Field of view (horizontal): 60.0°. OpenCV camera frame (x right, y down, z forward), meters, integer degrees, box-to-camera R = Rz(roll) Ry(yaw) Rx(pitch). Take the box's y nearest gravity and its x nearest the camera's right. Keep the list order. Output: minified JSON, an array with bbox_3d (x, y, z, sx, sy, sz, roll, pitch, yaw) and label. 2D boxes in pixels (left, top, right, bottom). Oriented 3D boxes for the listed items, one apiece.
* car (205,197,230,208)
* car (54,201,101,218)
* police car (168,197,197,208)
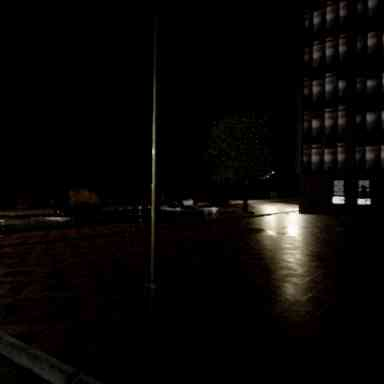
[{"bbox_3d":[3.780,1.508,48.864,1.812,1.442,4.674,1,0,39],"label":"car"},{"bbox_3d":[-10.528,1.576,30.784,1.994,1.385,4.181,1,1,38],"label":"car"},{"bbox_3d":[-1.438,1.452,47.406,2.038,1.542,4.974,1,1,38],"label":"police car"}]
